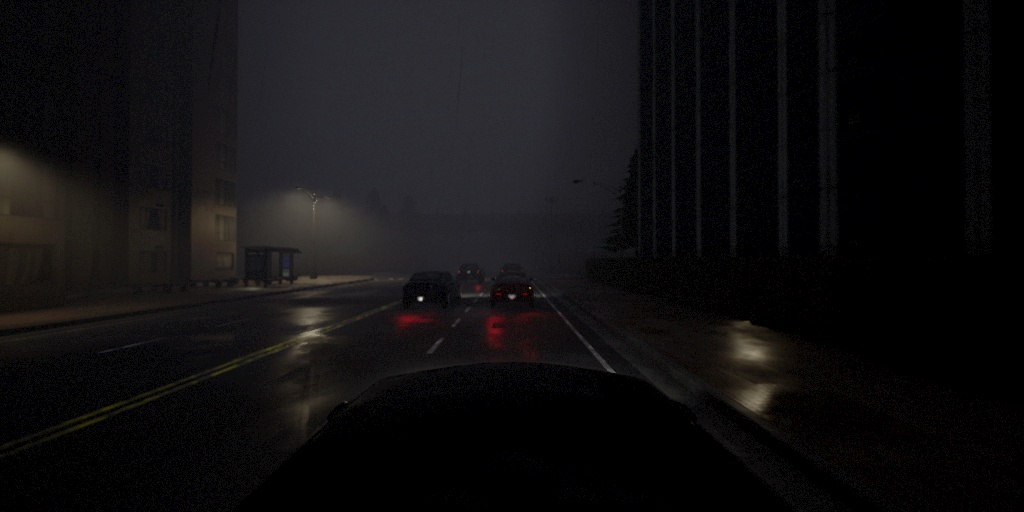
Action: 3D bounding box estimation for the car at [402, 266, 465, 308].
[{"bbox_3d":[-3.495,1.394,16.153,1.837,1.490,4.892,0,0,0],"label":"car"}]

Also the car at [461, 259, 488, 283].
[{"bbox_3d":[-3.493,1.377,30.944,2.097,1.767,4.553,0,-1,0],"label":"car"}]

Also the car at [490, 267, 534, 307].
[{"bbox_3d":[0.007,1.414,16.266,1.812,1.442,4.674,0,0,0],"label":"car"}]

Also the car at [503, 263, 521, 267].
[{"bbox_3d":[0.009,1.377,30.942,2.097,1.767,4.553,0,-1,0],"label":"car"}]
